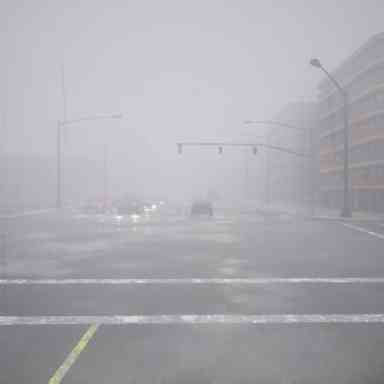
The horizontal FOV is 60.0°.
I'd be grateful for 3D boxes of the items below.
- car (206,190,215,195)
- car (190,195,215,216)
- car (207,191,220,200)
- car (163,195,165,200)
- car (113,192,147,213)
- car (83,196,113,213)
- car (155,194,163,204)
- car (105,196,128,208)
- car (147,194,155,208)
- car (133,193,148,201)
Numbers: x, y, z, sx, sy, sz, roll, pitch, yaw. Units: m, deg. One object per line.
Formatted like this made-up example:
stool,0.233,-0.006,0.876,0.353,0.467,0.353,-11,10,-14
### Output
car,4.414,0.448,75.881,2.150,2.045,5.566,0,0,0
car,0.878,1.399,31.303,1.882,1.535,5.008,0,1,1
car,4.481,0.940,65.898,1.994,1.385,4.181,0,1,0
car,-6.186,1.031,62.774,1.895,1.301,4.718,0,1,1
car,-6.323,1.237,34.481,2.097,1.767,4.553,0,1,0
car,-9.821,1.236,34.825,2.097,1.767,4.553,0,1,0
car,-6.257,1.096,52.644,2.128,1.511,4.902,0,1,0
car,-9.793,1.327,43.467,1.994,1.385,4.181,0,1,0
car,-6.293,1.291,43.364,1.812,1.442,4.674,0,1,0
car,-9.680,0.915,63.163,2.128,1.511,4.902,0,1,1
